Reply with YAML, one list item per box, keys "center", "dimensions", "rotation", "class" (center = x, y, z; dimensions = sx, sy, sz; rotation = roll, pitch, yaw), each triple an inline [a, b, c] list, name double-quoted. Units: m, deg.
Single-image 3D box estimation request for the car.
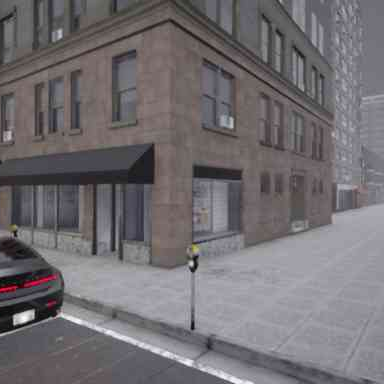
- center: [-4.306, 1.496, 6.058]
  dimensions: [4.892, 1.490, 1.837]
  rotation: [0, 0, 36]
  class: "car"
